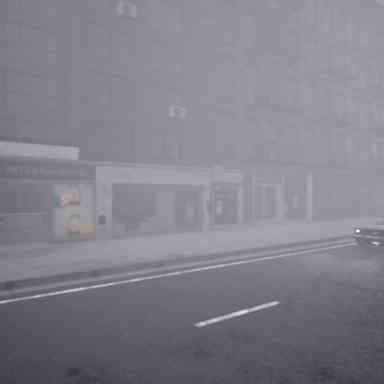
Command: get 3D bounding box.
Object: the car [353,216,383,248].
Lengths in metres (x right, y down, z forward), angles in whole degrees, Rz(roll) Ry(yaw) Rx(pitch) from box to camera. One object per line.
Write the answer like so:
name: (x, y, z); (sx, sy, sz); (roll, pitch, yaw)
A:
car: (8.790, 1.636, 13.945); (4.718, 1.301, 1.895); (0, 0, -35)
